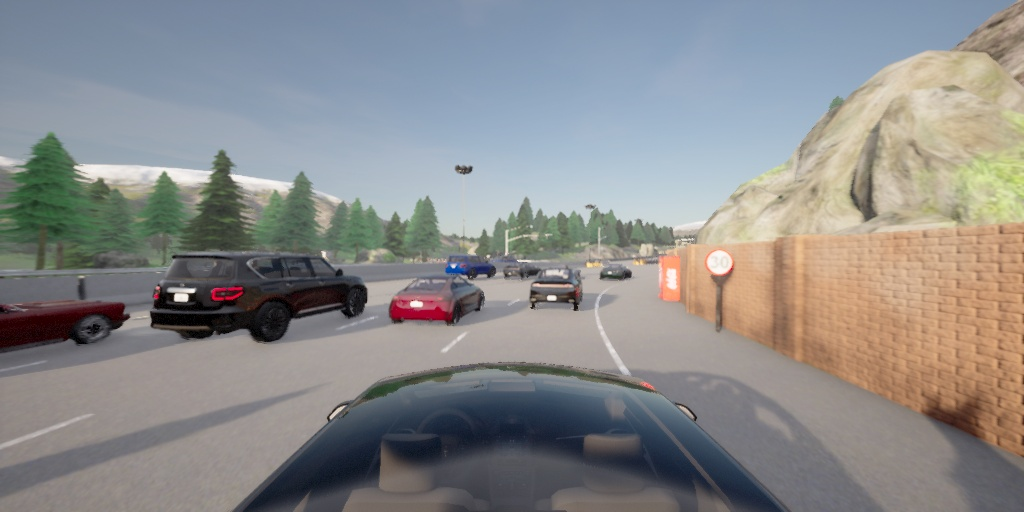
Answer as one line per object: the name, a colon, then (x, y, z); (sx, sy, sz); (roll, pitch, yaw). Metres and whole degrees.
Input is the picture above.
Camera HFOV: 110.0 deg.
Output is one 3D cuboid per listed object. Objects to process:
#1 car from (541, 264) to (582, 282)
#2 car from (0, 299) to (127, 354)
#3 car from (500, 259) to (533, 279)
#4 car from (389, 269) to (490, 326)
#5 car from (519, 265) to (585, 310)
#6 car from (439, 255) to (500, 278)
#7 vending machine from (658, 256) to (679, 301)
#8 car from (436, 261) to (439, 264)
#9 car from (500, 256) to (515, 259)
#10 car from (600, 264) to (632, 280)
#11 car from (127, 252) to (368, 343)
car: (4.278, 1.377, 30.400); (1.895, 1.301, 4.718); (0, 0, 28)
car: (-10.085, 1.272, 6.334); (1.895, 1.301, 4.718); (0, 0, 5)
car: (0.967, 1.242, 31.473); (2.128, 1.511, 4.902); (0, 0, 28)
car: (-2.277, 1.294, 11.796); (1.994, 1.385, 4.181); (0, 0, 10)
car: (1.932, 1.254, 14.835); (2.128, 1.511, 4.902); (0, 0, 13)
car: (-3.463, 0.938, 30.602); (2.150, 2.045, 5.566); (0, 0, 25)
vending machine: (7.536, 1.000, 17.130); (1.100, 2.100, 0.880); (0, 0, 18)
car: (-10.436, 1.008, 59.131); (2.097, 1.767, 4.553); (0, 0, 36)
car: (-1.515, 0.939, 53.545); (2.150, 2.045, 5.566); (0, 0, 35)
car: (9.291, 1.379, 31.884); (1.994, 1.385, 4.181); (0, 0, 32)
car: (-6.193, 0.922, 9.765); (2.150, 2.045, 5.566); (0, 0, 8)
